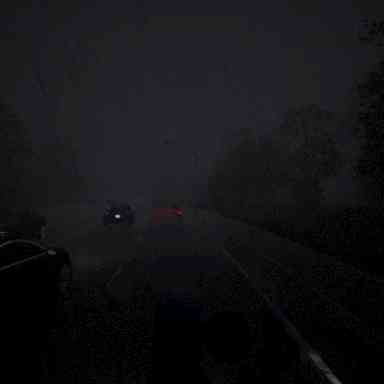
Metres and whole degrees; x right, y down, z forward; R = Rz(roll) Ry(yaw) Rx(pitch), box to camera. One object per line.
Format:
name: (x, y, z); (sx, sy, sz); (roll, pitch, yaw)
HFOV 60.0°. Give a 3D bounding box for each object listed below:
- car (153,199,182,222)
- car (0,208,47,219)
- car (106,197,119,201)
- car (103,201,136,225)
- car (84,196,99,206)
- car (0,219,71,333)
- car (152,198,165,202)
car: (-1.861, 1.532, 26.410); (2.033, 1.411, 5.357); (0, 0, -7)
car: (-7.837, 1.478, 14.218); (1.882, 1.535, 5.008); (0, 0, -5)
car: (-13.115, 1.536, 54.678); (1.994, 1.385, 4.181); (0, 0, -8)
car: (-5.091, 1.554, 23.751); (1.994, 1.385, 4.181); (0, 0, -6)
car: (-16.810, 1.479, 55.793); (1.837, 1.490, 4.892); (0, 0, -8)
car: (-3.626, 1.493, 5.735); (2.128, 1.511, 4.902); (0, 0, -2)
car: (-4.112, 1.467, 42.754); (2.128, 1.511, 4.902); (0, 0, -8)
